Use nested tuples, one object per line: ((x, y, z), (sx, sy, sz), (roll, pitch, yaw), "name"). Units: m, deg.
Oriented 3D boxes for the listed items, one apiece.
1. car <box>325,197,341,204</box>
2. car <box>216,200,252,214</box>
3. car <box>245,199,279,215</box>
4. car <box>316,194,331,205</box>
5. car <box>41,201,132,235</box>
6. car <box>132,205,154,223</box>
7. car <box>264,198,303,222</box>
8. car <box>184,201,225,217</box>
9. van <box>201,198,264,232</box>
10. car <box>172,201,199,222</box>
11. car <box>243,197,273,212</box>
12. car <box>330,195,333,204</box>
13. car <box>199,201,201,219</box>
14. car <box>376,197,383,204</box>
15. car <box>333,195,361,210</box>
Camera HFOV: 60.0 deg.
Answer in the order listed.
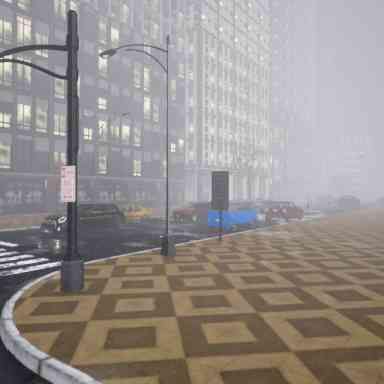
((28.406, 1.624, 67.008), (2.008, 1.369, 4.403), (0, 0, 38), "car")
((4.668, 1.571, 36.132), (1.887, 1.381, 4.507), (0, 0, 38), "car")
((7.633, 1.556, 35.923), (1.812, 1.442, 4.674), (0, 0, 38), "car")
((25.015, 1.380, 62.598), (2.192, 1.841, 5.009), (0, 0, 38), "car")
((-5.877, 1.367, 18.369), (2.097, 1.767, 4.553), (0, 0, 38), "car")
((-4.827, 1.540, 23.995), (1.752, 1.417, 4.829), (0, 0, 38), "car")
((7.524, 1.472, 26.918), (1.967, 1.590, 4.097), (0, 0, 38), "car")
((1.277, 1.604, 31.721), (1.802, 1.307, 4.206), (0, 0, 38), "car")
((2.565, 1.368, 20.286), (1.690, 1.788, 3.998), (0, 0, 38), "van")
((0.454, 1.500, 26.600), (1.882, 1.535, 5.008), (0, 0, 37), "car")
((8.059, 1.471, 40.543), (1.967, 1.590, 4.097), (0, 0, 38), "car")
((23.946, 1.552, 52.319), (2.128, 1.511, 4.902), (0, 0, 37), "car")
((2.895, 1.378, 25.002), (2.097, 1.767, 4.553), (0, 0, 38), "car")
((38.043, 1.658, 66.615), (1.947, 1.339, 4.313), (0, 0, 38), "car")
((21.088, 1.368, 44.561), (2.192, 1.841, 5.009), (0, 0, 38), "car")
